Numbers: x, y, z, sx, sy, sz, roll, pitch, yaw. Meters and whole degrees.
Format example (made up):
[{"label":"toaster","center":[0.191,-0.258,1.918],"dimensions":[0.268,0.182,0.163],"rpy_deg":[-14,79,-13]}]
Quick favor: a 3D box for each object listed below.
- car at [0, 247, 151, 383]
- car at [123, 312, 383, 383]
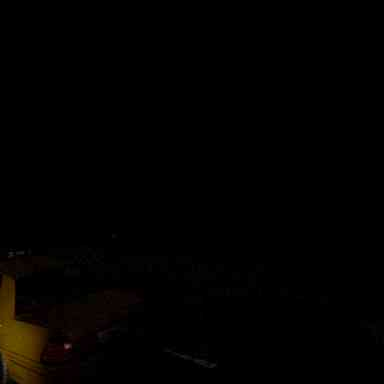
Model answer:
[{"label":"car","center":[-2.741,1.524,5.040],"dimensions":[4.829,1.417,1.752],"rpy_deg":[0,1,35]},{"label":"car","center":[1.948,1.551,1.702],"dimensions":[4.403,1.369,2.008],"rpy_deg":[0,1,35]}]
